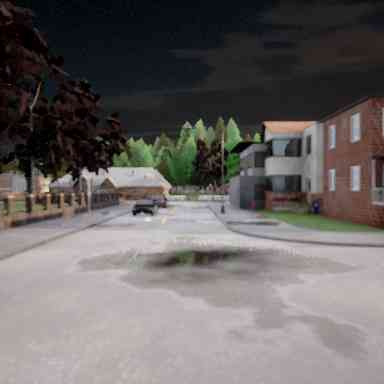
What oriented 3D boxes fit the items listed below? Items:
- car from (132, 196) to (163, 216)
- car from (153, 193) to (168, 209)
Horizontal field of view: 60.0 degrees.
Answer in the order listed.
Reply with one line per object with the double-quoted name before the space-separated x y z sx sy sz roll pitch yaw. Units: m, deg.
"car" -4.079 1.320 29.776 2.033 1.411 5.357 0 0 0
"car" -4.057 1.049 39.925 2.097 1.767 4.553 0 0 1
